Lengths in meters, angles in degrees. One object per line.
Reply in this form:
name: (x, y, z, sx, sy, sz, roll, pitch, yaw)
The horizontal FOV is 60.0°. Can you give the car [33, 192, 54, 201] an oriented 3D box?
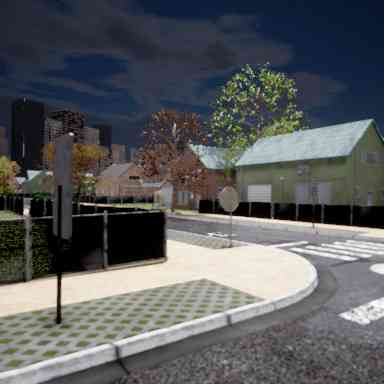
car: (-20.295, 0.991, 45.858, 2.150, 2.045, 5.566, 1, 0, -37)
